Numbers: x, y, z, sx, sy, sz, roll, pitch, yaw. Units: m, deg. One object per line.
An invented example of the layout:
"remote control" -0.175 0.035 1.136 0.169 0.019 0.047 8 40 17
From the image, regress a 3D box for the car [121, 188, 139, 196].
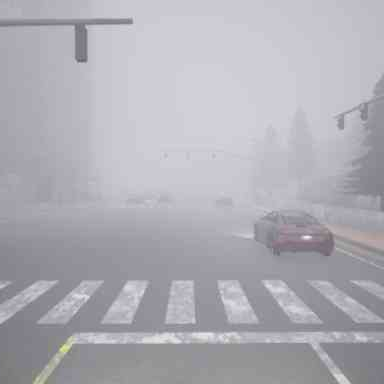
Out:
"car" -13.449 0.029 71.937 2.097 1.767 4.553 -1 1 -39

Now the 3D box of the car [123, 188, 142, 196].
"car" -14.687 -0.016 82.059 4.553 1.767 2.097 1 1 32

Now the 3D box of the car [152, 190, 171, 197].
"car" -7.019 0.250 75.180 1.837 1.490 4.892 -1 1 -39

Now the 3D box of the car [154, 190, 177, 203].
"car" -3.669 0.571 46.916 2.097 1.767 4.553 0 1 0

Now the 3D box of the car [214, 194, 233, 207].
"car" 3.529 0.896 37.762 1.812 1.442 4.674 0 1 0

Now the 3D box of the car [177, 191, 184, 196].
"car" -4.015 0.314 77.021 1.895 1.301 4.718 -1 1 -39

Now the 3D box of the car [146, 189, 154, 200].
"car" -7.525 0.534 57.561 2.128 1.511 4.902 0 1 -5

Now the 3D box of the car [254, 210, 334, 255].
"car" 3.573 1.359 12.362 1.994 1.385 4.181 0 1 0

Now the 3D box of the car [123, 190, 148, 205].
"car" -7.164 0.813 42.832 1.812 1.442 4.674 0 1 0

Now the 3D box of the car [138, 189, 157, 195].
"car" -11.307 0.040 83.994 4.674 1.442 1.812 1 1 32

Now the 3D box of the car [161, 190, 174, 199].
"car" -4.644 0.439 62.438 1.882 1.535 5.008 0 1 -12
